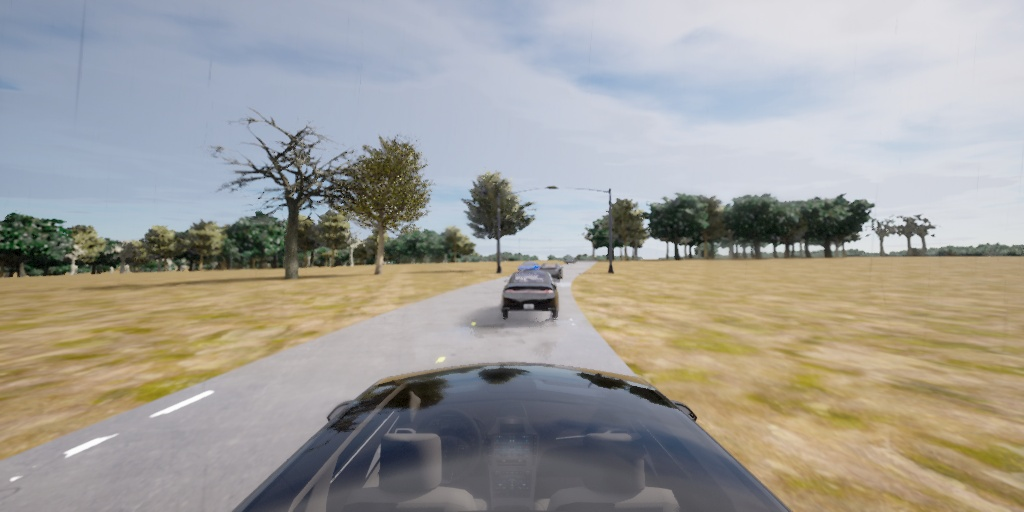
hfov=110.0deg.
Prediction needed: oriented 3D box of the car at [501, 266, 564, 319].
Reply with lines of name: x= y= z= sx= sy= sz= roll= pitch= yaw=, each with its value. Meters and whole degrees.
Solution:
car: x=0.711 y=1.281 z=13.001 sx=2.128 sy=1.511 sz=4.902 roll=0 pitch=0 yaw=5

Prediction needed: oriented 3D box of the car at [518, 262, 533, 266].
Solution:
car: x=1.838 y=1.367 z=38.354 sx=1.882 sy=1.535 sz=5.008 roll=0 pitch=0 yaw=14

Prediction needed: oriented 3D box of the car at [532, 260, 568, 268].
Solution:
car: x=3.392 y=1.337 z=30.864 sx=2.128 sy=1.511 sz=4.902 roll=0 pitch=0 yaw=12
